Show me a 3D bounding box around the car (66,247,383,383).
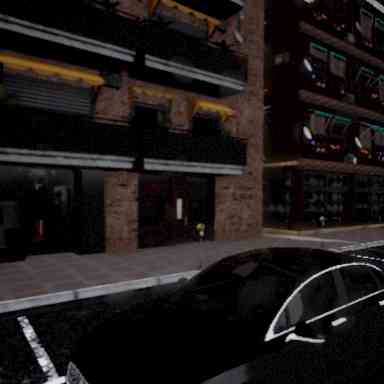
[{"bbox_3d":[1.029,1.529,4.111,4.892,1.490,1.837,1,0,-35],"label":"car"}]
